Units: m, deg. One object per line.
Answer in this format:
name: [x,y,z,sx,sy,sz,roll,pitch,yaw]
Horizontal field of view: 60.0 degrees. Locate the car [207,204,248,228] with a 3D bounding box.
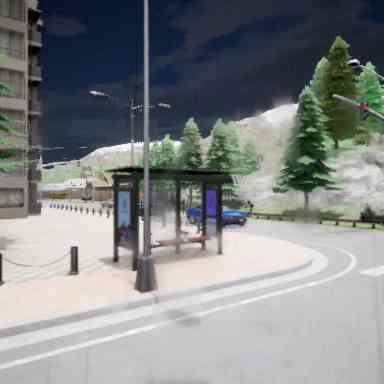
car: [1.612,1.486,22.562,1.882,1.535,5.008,0,0,-35]

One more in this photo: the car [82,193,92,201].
car: [-23.073,1.149,79.366,4.605,1.855,1.932,0,0,-36]

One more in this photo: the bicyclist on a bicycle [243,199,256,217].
bicyclist on a bicycle: [5.167,1.459,29.847,1.656,1.620,0.582,0,0,-35]

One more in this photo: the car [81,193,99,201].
car: [-24.855,1.151,81.181,3.866,1.878,1.905,0,0,-36]

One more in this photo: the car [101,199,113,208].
car: [-11.356,1.609,47.375,1.895,1.301,4.718,0,0,-34]

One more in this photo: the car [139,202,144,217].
car: [-4.108,1.573,30.735,1.994,1.385,4.181,0,0,-35]
